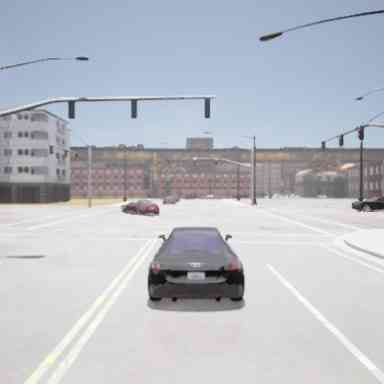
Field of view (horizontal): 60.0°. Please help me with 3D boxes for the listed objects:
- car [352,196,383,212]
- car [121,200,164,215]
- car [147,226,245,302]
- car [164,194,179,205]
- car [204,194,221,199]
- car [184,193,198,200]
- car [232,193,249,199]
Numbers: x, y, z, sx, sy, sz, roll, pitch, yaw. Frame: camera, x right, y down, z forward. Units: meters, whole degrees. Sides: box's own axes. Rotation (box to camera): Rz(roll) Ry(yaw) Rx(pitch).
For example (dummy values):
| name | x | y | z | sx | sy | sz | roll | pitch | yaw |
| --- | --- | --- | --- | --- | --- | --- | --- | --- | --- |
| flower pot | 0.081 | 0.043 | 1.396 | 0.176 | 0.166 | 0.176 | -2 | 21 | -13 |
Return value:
| name | x | y | z | sx | sy | sz | roll | pitch | yaw |
| --- | --- | --- | --- | --- | --- | --- | --- | --- | --- |
| car | 18.611 | 1.181 | 33.173 | 5.008 | 1.535 | 1.882 | -1 | 0 | 1 |
| car | -4.937 | 1.401 | 31.296 | 1.994 | 1.385 | 4.181 | 0 | 0 | -42 |
| car | 0.085 | 1.527 | 8.221 | 1.994 | 1.385 | 4.181 | 0 | 0 | 0 |
| car | -3.581 | 1.290 | 53.319 | 1.812 | 1.442 | 4.674 | 0 | 1 | 0 |
| car | 5.364 | 1.218 | 85.189 | 1.895 | 1.301 | 4.718 | 0 | 0 | 44 |
| car | -0.201 | 1.128 | 83.389 | 1.837 | 1.490 | 4.892 | 0 | 0 | 27 |
| car | 13.406 | 1.120 | 91.115 | 4.902 | 1.511 | 2.128 | 0 | 0 | -24 |
